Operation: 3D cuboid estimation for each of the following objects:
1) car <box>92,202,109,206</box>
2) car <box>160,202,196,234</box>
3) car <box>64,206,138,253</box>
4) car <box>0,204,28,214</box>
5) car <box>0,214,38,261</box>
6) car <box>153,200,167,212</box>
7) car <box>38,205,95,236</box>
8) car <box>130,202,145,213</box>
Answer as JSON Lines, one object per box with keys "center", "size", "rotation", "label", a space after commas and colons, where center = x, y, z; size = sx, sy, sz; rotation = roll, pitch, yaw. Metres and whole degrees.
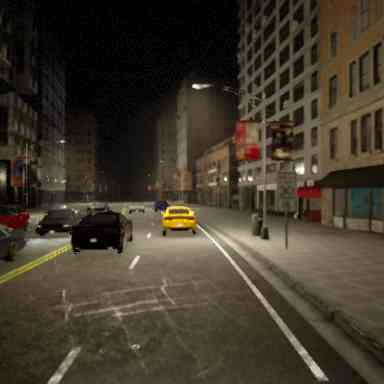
{"center": [-8.849, 1.761, 31.765], "size": [2.128, 1.511, 4.902], "rotation": [0, 0, -8], "label": "car"}
{"center": [-0.862, 1.635, 20.326], "size": [1.882, 1.535, 5.008], "rotation": [0, 0, -5], "label": "car"}
{"center": [-3.668, 1.594, 14.323], "size": [1.882, 1.535, 5.008], "rotation": [0, 0, -3], "label": "car"}
{"center": [-10.685, 1.514, 18.310], "size": [2.097, 1.767, 4.553], "rotation": [0, 0, -5], "label": "car"}
{"center": [-6.878, 1.636, 9.953], "size": [2.033, 1.411, 5.357], "rotation": [0, 0, -3], "label": "car"}
{"center": [-4.173, 1.845, 44.849], "size": [1.882, 1.535, 5.008], "rotation": [0, -1, -10], "label": "car"}
{"center": [-7.559, 1.717, 20.003], "size": [2.033, 1.411, 5.357], "rotation": [0, 0, -5], "label": "car"}
{"center": [-6.909, 1.950, 41.724], "size": [1.895, 1.301, 4.718], "rotation": [0, 0, -10], "label": "car"}
